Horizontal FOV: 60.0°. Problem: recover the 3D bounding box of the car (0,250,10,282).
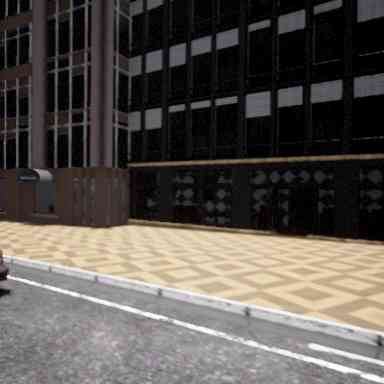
[{"bbox_3d":[-6.620,1.537,8.043,5.357,1.411,2.033,0,0,33],"label":"car"}]
